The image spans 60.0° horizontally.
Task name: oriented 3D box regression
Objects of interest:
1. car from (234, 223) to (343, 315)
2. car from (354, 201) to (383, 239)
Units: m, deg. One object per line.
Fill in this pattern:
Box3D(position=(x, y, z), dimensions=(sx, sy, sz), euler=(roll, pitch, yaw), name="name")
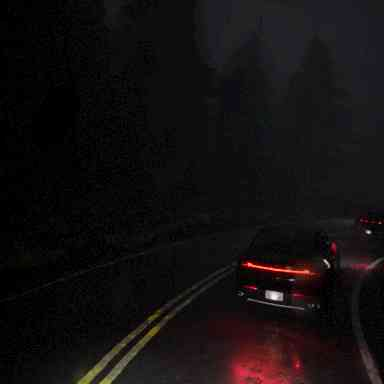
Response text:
Box3D(position=(2.424, 1.501, 7.839), dimensions=(1.837, 1.490, 4.892), euler=(2, 1, 25), name="car")
Box3D(position=(9.474, 1.404, 15.334), dimensions=(4.892, 1.490, 1.837), euler=(-1, 5, -33), name="car")
